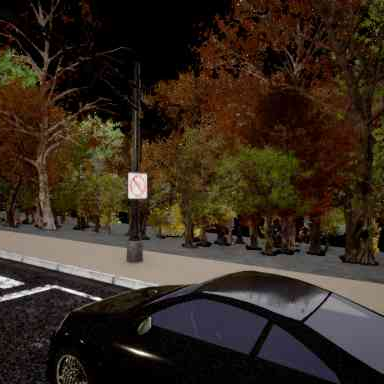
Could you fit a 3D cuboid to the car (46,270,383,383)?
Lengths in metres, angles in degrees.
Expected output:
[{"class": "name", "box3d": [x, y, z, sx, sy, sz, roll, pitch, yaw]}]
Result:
[{"class": "car", "box3d": [0.382, 1.564, 3.414, 4.181, 1.385, 1.994, 0, 0, 36]}]
